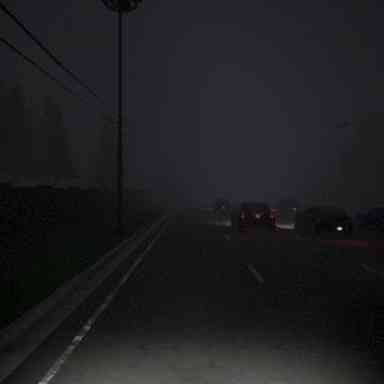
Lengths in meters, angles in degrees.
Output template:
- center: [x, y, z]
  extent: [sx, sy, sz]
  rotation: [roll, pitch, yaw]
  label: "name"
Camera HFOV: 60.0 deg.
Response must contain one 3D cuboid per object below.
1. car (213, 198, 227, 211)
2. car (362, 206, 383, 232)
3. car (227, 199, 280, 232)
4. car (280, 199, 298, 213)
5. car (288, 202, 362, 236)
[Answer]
- center: [3.622, 1.518, 40.497]
  extent: [1.837, 1.490, 4.892]
  rotation: [0, 0, 0]
  label: "car"
- center: [10.610, 1.484, 17.811]
  extent: [1.882, 1.535, 5.008]
  rotation: [0, 0, 0]
  label: "car"
- center: [3.609, 1.358, 20.324]
  extent: [2.097, 1.767, 4.553]
  rotation: [0, 0, 0]
  label: "car"
- center: [10.620, 1.516, 36.831]
  extent: [1.837, 1.490, 4.892]
  rotation: [0, 0, 0]
  label: "car"
- center: [7.110, 1.511, 18.420]
  extent: [1.837, 1.490, 4.892]
  rotation: [0, 0, 0]
  label: "car"
